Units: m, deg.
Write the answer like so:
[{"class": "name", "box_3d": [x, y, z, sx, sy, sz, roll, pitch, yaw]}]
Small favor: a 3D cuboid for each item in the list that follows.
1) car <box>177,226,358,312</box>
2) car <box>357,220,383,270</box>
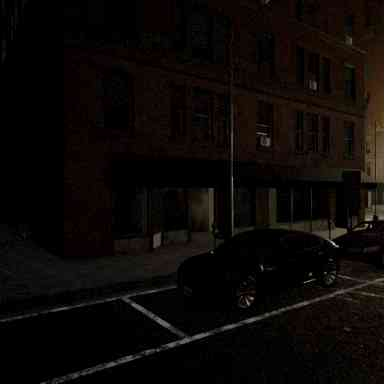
[{"class": "car", "box_3d": [1.701, 1.566, 7.730, 4.313, 1.339, 1.947, 0, 0, -35]}, {"class": "car", "box_3d": [6.189, 1.582, 10.912, 4.206, 1.307, 1.802, 0, 0, -35]}]
